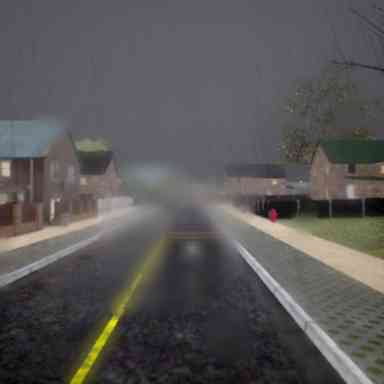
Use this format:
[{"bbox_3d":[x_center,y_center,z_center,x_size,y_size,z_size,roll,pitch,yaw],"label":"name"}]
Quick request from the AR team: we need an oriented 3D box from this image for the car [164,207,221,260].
[{"bbox_3d":[0.039,1.554,12.616,2.128,1.511,4.902,0,0,0],"label":"car"}]

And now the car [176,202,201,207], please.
[{"bbox_3d":[0.033,1.639,27.626,2.128,1.511,4.902,0,0,0],"label":"car"}]

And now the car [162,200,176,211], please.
[{"bbox_3d":[-2.814,1.819,44.531,1.994,1.385,4.181,0,0,1],"label":"car"}]
